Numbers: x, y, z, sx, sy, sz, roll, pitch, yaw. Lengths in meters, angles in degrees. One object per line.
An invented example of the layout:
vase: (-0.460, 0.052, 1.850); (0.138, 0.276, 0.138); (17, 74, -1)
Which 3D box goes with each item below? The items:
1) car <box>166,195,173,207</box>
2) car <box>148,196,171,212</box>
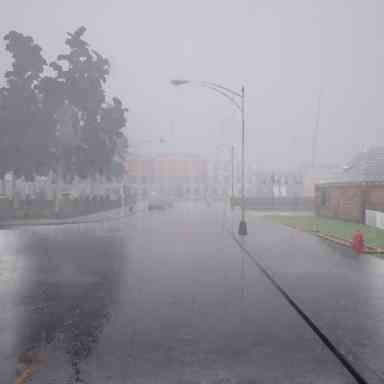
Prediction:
car: (-3.954, 1.352, 49.936); (2.097, 1.767, 4.553); (0, 0, 1)
car: (-4.010, 1.547, 39.787); (2.033, 1.411, 5.357); (0, 0, 0)
